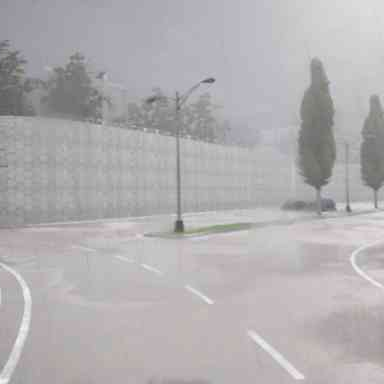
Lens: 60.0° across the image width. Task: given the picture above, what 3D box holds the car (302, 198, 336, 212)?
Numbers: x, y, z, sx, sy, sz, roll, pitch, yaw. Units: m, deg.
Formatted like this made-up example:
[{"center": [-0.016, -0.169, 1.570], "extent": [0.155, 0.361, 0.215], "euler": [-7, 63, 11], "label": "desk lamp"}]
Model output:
[{"center": [16.240, 1.545, 41.689], "extent": [4.553, 1.767, 2.097], "euler": [0, -1, -44], "label": "car"}]

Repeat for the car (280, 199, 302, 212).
[{"center": [13.560, 1.763, 43.960], "extent": [4.892, 1.490, 1.837], "euler": [1, -1, -44], "label": "car"}]
